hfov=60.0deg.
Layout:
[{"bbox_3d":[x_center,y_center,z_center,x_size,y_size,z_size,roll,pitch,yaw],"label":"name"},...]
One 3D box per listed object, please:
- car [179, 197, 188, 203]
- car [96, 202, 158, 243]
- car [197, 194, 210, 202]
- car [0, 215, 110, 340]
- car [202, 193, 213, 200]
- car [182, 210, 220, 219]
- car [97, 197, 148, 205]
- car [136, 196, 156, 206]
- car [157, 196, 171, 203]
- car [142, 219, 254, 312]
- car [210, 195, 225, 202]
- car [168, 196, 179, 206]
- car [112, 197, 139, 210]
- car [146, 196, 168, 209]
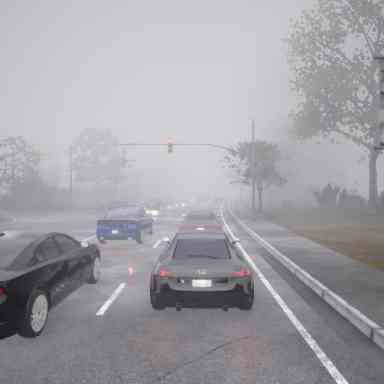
[{"bbox_3d":[-2.097,1.600,68.714,1.895,1.301,4.718,0,0,8],"label":"car"},{"bbox_3d":[-3.068,1.478,16.054,1.882,1.535,5.008,0,0,2],"label":"car"},{"bbox_3d":[2.283,1.471,74.376,1.882,1.535,5.008,0,0,9],"label":"car"},{"bbox_3d":[-3.303,1.478,6.655,1.882,1.535,5.008,0,0,1],"label":"car"},{"bbox_3d":[3.958,1.205,84.577,2.097,1.767,4.553,0,0,10],"label":"car"},{"bbox_3d":[0.440,1.564,16.218,1.994,1.385,4.181,0,0,2],"label":"car"},{"bbox_3d":[-7.206,1.506,33.733,4.892,1.490,1.837,0,1,-11],"label":"car"},{"bbox_3d":[-7.460,1.490,54.581,2.128,1.511,4.902,0,0,6],"label":"car"},{"bbox_3d":[-5.669,1.564,68.403,1.994,1.385,4.181,0,0,8],"label":"car"},{"bbox_3d":[0.216,1.564,7.818,1.994,1.385,4.181,0,0,1],"label":"car"},{"bbox_3d":[5.813,1.472,74.296,1.882,1.535,5.008,0,0,9],"label":"car"},{"bbox_3d":[-3.909,1.504,54.826,1.837,1.490,4.892,0,0,7],"label":"car"},{"bbox_3d":[-8.572,1.491,43.477,2.128,1.511,4.902,0,0,5],"label":"car"},{"bbox_3d":[-4.960,1.491,44.558,2.128,1.511,4.902,0,0,5],"label":"car"}]
